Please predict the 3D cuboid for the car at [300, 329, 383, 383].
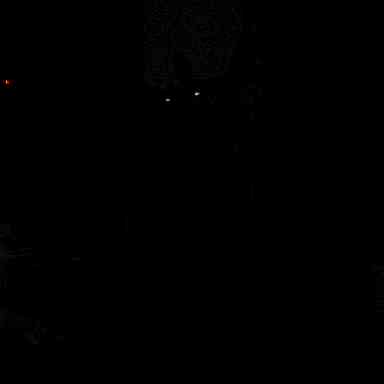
[{"bbox_3d":[2.738,1.315,0.853,5.009,1.841,2.192,0,0,36],"label":"car"}]
